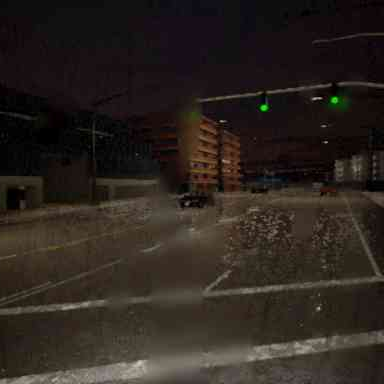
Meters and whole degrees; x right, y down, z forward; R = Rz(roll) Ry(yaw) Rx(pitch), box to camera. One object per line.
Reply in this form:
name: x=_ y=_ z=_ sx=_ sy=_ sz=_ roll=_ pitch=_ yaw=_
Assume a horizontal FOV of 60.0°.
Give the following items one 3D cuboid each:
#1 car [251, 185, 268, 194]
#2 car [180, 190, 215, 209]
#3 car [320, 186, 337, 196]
car: x=11.017 y=-0.414 z=54.014 sx=2.033 sy=1.411 sz=5.357 roll=0 pitch=1 yaw=24
car: x=0.543 y=0.631 z=29.967 sx=2.128 sy=1.511 sz=4.902 roll=0 pitch=2 yaw=23
car: x=17.438 y=-0.164 z=42.367 sx=1.895 sy=1.301 sz=4.718 roll=0 pitch=2 yaw=23
